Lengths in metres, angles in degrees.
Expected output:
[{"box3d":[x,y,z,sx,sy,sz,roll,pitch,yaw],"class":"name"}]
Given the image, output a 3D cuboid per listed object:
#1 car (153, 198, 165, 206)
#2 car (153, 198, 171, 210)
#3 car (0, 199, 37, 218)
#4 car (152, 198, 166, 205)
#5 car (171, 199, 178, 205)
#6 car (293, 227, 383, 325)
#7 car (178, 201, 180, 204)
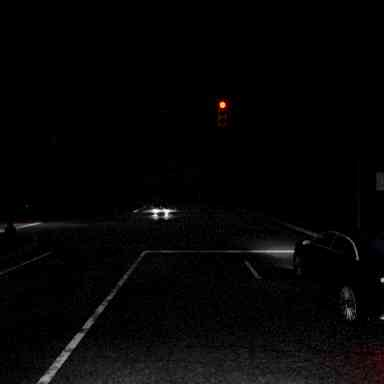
[{"box3d":[-6.169,1.938,62.387,1.812,1.442,4.674,0,-1,-10],"class":"car"},{"box3d":[-4.256,1.705,45.758,1.895,1.301,4.718,0,-1,-4],"class":"car"},{"box3d":[-16.623,1.432,30.069,4.553,1.767,2.097,-1,0,-3],"class":"car"},{"box3d":[-8.359,2.345,83.112,1.882,1.535,5.008,0,-1,-25],"class":"car"},{"box3d":[-5.182,2.214,74.163,1.994,1.385,4.181,0,-1,-19],"class":"car"},{"box3d":[3.582,1.492,7.038,2.128,1.511,4.902,0,0,1],"class":"car"},{"box3d":[-4.732,2.441,83.504,1.895,1.301,4.718,0,-1,-22],"class":"car"}]
